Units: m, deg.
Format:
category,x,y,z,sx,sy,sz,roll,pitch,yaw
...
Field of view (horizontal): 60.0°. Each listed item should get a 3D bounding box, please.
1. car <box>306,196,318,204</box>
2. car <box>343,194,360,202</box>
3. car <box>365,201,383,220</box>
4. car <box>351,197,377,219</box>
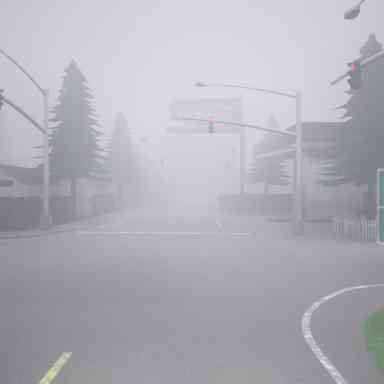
category,x,y,z,sx,sy,sz,roll,pitch,yaw
car,22.753,1.552,63.957,1.970,1.475,3.806,0,0,0
car,35.187,1.489,71.700,2.007,1.523,4.514,0,0,0
car,18.814,1.672,30.576,4.611,1.667,2.242,0,0,0
car,14.465,1.505,24.923,3.866,1.878,1.905,0,0,0
